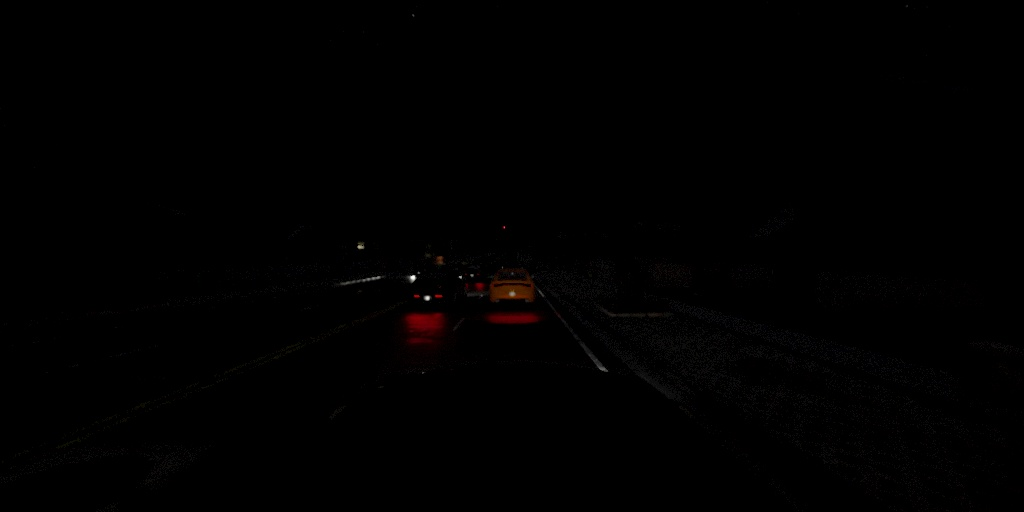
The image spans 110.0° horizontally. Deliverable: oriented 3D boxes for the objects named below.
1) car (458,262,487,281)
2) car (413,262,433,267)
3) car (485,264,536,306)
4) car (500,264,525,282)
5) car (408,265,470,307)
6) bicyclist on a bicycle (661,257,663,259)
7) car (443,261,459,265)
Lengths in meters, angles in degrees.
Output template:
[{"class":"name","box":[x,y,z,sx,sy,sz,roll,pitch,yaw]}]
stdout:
[{"class":"car","box":[-3.211,1.375,31.233,1.812,1.442,4.674,0,0,0]},{"class":"car","box":[-9.706,1.363,39.926,2.033,1.411,5.357,0,0,0]},{"class":"car","box":[0.022,1.318,16.323,1.882,1.535,5.008,0,0,0]},{"class":"car","box":[0.038,1.414,31.110,1.994,1.385,4.181,0,0,0]},{"class":"car","box":[-3.229,1.347,16.147,1.837,1.490,4.892,0,0,0]},{"class":"bicyclist on a bicycle","box":[18.501,0.973,44.027,0.582,1.620,1.656,0,0,-2]},{"class":"car","box":[-6.460,1.297,39.435,1.882,1.535,5.008,0,0,0]}]
